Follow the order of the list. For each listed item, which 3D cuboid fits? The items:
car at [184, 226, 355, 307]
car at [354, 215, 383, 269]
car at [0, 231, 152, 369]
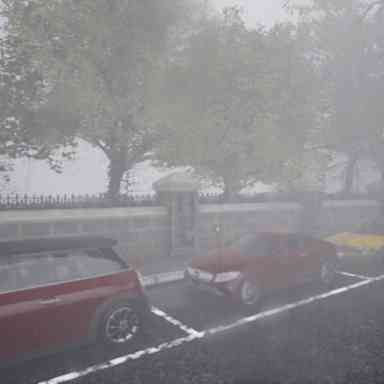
[{"bbox_3d":[1.792,1.550,7.836,4.206,1.307,1.802,0,1,-36],"label":"car"},{"bbox_3d":[6.161,1.464,10.954,4.829,1.417,1.752,0,0,-36],"label":"car"},{"bbox_3d":[-2.717,1.438,4.618,4.097,1.590,1.967,0,1,-36],"label":"car"}]
